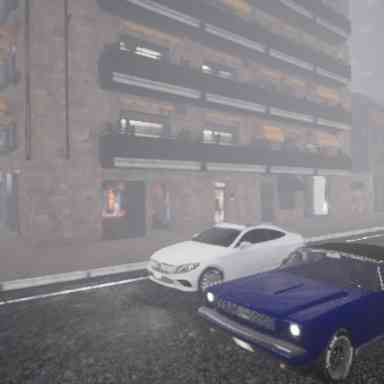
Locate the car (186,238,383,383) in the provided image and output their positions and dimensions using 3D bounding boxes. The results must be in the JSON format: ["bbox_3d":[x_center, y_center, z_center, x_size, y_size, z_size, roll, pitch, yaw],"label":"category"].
[{"bbox_3d":[2.412,1.590,5.496,4.718,1.301,1.895,0,0,-37],"label":"car"}]

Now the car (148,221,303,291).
[{"bbox_3d":[1.120,1.521,8.580,4.674,1.442,1.812,0,0,-37],"label":"car"}]
